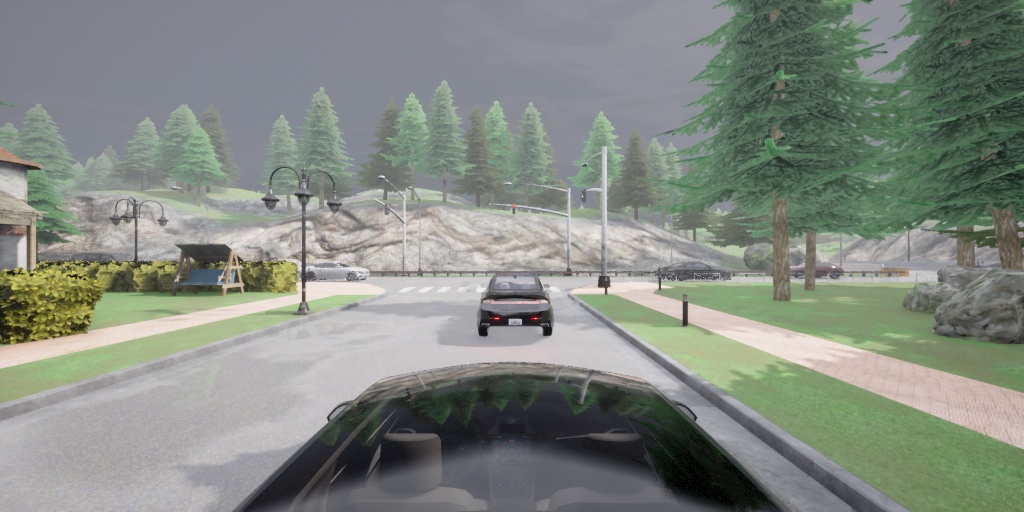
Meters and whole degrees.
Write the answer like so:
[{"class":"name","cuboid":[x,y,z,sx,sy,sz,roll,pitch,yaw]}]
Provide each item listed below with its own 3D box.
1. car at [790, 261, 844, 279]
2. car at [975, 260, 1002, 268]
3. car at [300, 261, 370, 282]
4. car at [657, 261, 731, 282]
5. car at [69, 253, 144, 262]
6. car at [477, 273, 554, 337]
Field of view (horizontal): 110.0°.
[{"class":"car","cuboid":[24.473,1.113,29.411,4.674,1.442,1.812,0,0,0]},{"class":"car","cuboid":[35.250,1.107,25.598,5.008,1.535,1.882,2,0,4]},{"class":"car","cuboid":[-12.727,1.113,25.828,4.674,1.442,1.812,0,0,0]},{"class":"car","cuboid":[13.178,1.113,25.787,4.674,1.442,1.812,0,0,0]},{"class":"car","cuboid":[-28.557,0.809,25.853,5.566,2.045,2.150,0,0,0]},{"class":"car","cuboid":[0.094,1.242,10.333,2.128,1.511,4.902,0,0,1]}]
